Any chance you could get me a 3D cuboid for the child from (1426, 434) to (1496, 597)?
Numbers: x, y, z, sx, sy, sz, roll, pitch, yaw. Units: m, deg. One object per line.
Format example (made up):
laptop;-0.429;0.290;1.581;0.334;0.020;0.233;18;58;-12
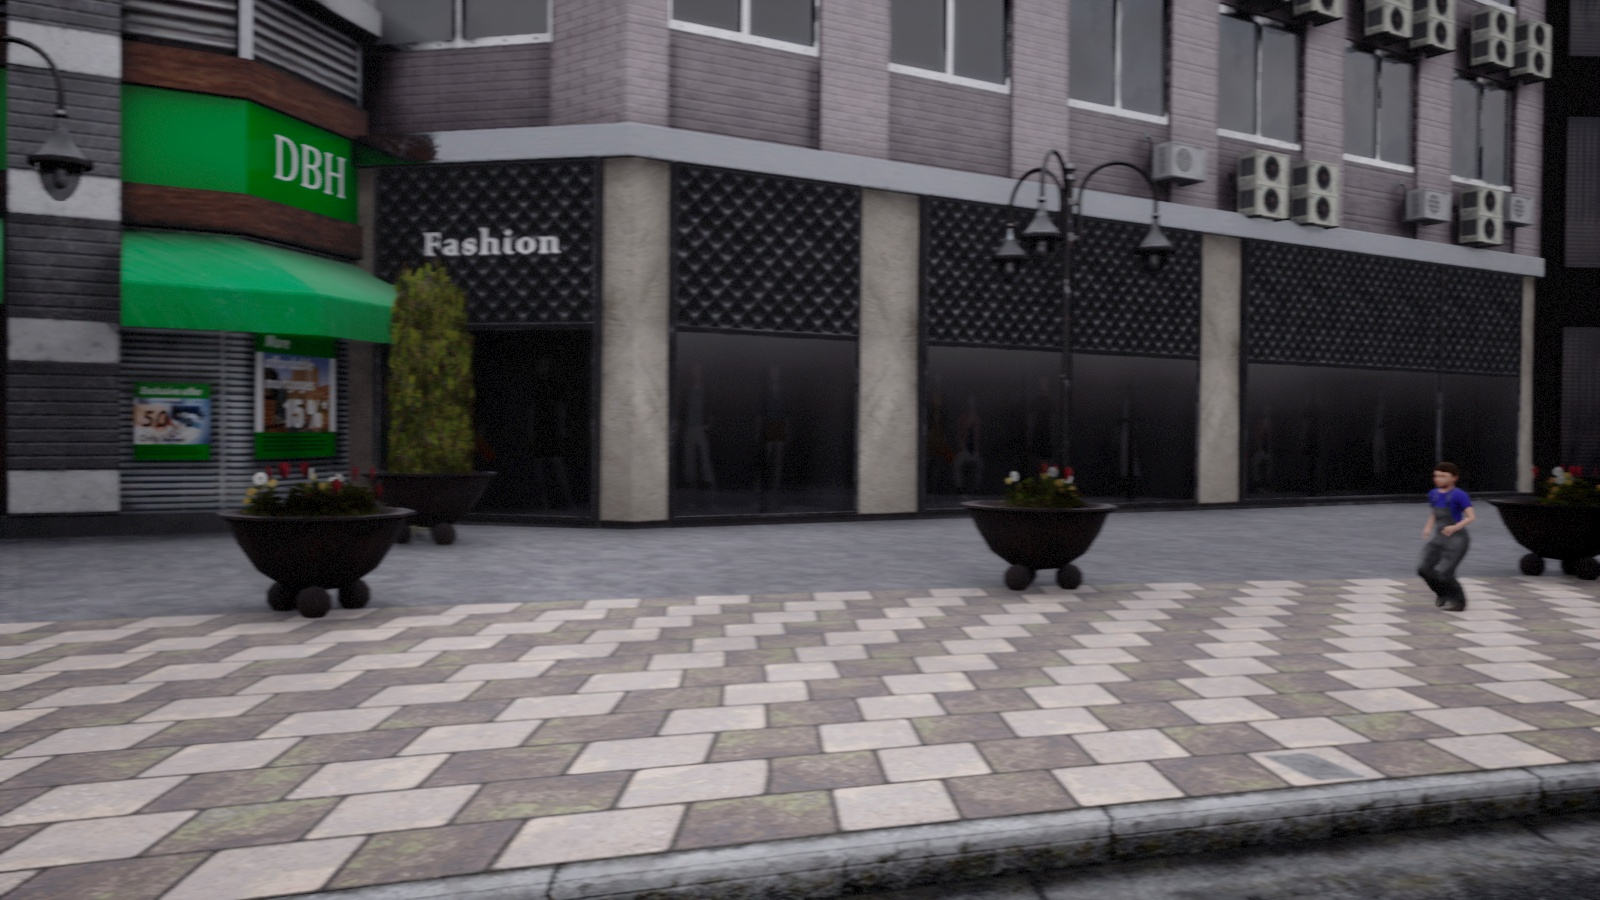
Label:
child;5.261;0.508;9.996;0.437;1.263;0.270;-1;1;-21
